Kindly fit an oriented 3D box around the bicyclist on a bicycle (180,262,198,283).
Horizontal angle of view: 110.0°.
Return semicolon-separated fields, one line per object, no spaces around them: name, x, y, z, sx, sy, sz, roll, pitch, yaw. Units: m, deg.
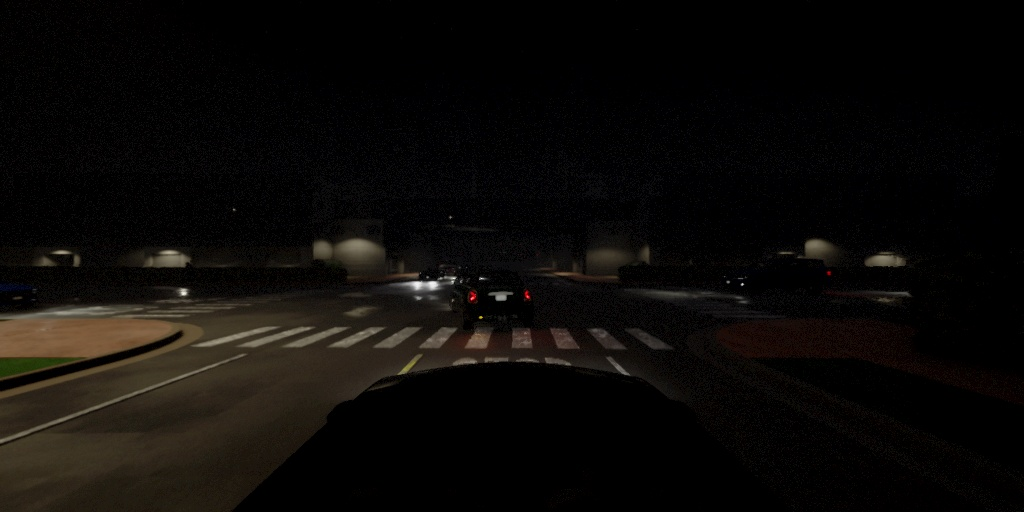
bicyclist on a bicycle;-26.058;1.328;28.938;0.582;1.620;1.656;0;0;0

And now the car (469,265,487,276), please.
car;-4.288;1.787;45.537;1.895;1.301;4.718;0;-1;0

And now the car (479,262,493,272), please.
car;-4.259;1.788;58.577;1.882;1.535;5.008;0;-1;0

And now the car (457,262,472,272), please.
car;-7.750;1.824;59.250;1.837;1.490;4.892;0;-1;1

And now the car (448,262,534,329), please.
car;-0.836;1.217;12.122;2.097;1.767;4.553;0;-1;-14

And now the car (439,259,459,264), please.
car;-7.789;1.399;45.228;2.150;2.045;5.566;0;0;0

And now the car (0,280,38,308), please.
car;-21.658;1.361;13.924;5.008;1.535;1.882;0;-1;0

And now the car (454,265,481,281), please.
car;-4.282;1.640;35.696;2.033;1.411;5.357;0;-1;0

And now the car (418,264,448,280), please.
car;-7.817;1.693;35.688;1.895;1.301;4.718;0;-1;1

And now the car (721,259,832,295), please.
car;15.431;1.174;21.035;5.566;2.045;2.150;0;-1;0
